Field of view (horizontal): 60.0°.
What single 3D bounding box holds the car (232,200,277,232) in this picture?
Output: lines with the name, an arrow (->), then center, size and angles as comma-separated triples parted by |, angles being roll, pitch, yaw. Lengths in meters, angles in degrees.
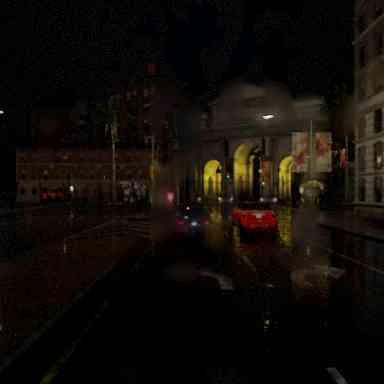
car -> 3.676, 1.347, 20.318 | 2.097, 1.767, 4.553 | 0, 0, 1

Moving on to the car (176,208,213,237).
car -> 0.151, 1.543, 17.958 | 2.033, 1.411, 5.357 | 0, 0, 1
